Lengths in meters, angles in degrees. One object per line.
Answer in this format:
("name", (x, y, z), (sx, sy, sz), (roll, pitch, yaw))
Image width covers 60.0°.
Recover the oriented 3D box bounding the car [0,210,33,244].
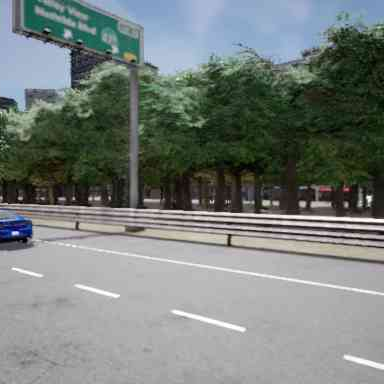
("car", (-8.991, 1.497, 14.592), (5.008, 1.535, 1.882), (0, 0, 36))
